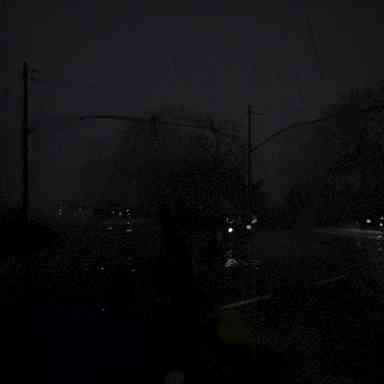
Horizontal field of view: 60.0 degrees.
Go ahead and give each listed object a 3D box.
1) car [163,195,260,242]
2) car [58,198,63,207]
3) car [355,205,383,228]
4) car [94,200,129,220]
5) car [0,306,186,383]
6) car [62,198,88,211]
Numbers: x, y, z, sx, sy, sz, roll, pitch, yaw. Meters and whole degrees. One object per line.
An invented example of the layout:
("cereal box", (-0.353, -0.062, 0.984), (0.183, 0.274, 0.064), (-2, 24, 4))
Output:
("car", (0.743, 1.199, 16.722), (2.150, 2.045, 5.566), (0, 0, -39))
("car", (-20.952, 1.732, 54.568), (1.837, 1.490, 4.892), (0, -1, -25))
("car", (11.957, 1.518, 20.453), (4.181, 1.385, 1.994), (0, 0, -33))
("car", (-6.831, 1.488, 27.989), (1.837, 1.490, 4.892), (0, 0, -31))
("car", (-2.327, 1.479, 2.055), (5.008, 1.535, 1.882), (0, 0, -36))
("car", (-14.214, 1.601, 40.943), (2.033, 1.411, 5.357), (0, 0, -28))
